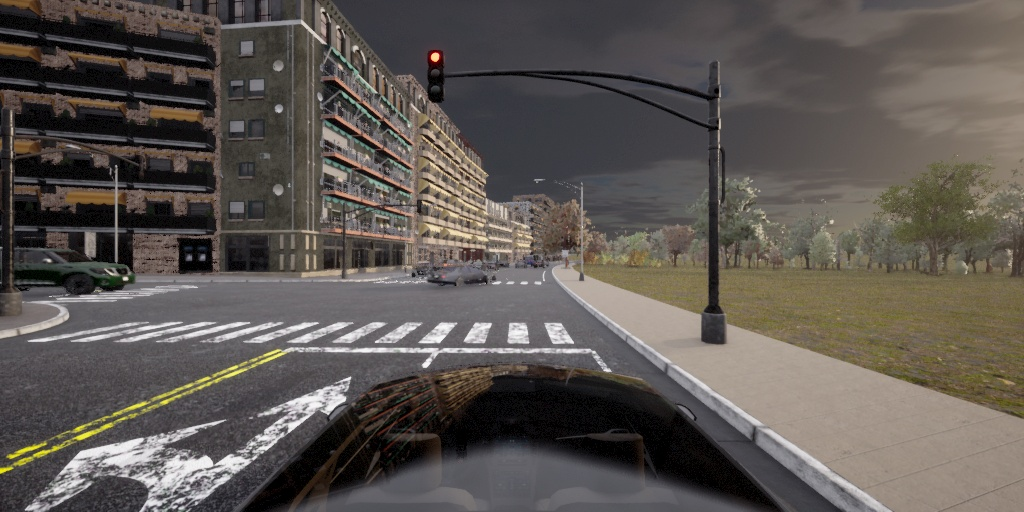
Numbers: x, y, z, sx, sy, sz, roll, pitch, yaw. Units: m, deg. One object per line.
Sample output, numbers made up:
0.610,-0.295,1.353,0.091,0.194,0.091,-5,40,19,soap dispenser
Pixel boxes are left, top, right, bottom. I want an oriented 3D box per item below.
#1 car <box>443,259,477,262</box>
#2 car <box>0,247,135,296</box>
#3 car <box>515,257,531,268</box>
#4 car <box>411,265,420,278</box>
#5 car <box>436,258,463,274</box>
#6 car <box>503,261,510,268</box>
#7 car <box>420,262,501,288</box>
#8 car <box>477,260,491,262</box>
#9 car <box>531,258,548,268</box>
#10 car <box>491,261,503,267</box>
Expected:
-5.131,1.301,34.976,2.128,1.511,4.902,0,0,5,car
-20.690,0.653,15.884,5.566,2.045,2.150,1,0,-19,car
1.739,1.432,64.969,2.128,1.511,4.902,0,0,9,car
-8.361,1.374,35.347,1.994,1.385,4.181,0,0,5,car
-7.579,1.195,43.767,2.097,1.767,4.553,0,0,6,car
-1.709,1.535,64.126,1.895,1.301,4.718,0,0,9,car
-3.328,1.325,24.353,2.033,1.411,5.357,0,0,34,car
-4.267,1.350,44.279,1.837,1.490,4.892,0,0,6,car
5.019,1.447,64.915,1.837,1.490,4.892,0,0,9,car
-3.114,1.449,54.176,1.994,1.385,4.181,0,0,7,car
